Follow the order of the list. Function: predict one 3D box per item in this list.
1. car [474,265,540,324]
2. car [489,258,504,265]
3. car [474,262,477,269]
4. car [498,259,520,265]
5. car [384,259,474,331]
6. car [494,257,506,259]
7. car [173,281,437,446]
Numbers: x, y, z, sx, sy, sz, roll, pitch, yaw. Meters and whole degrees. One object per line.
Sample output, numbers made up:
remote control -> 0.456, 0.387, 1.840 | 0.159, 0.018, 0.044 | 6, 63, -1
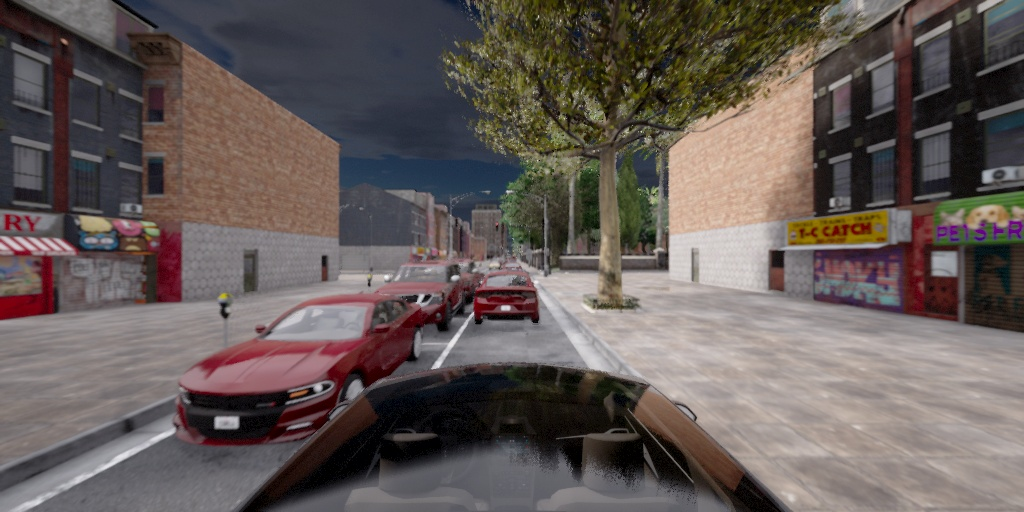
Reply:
car -> -0.111, 1.241, 12.011 | 1.882, 1.535, 5.008 | 0, 0, 1
car -> -2.618, 1.360, 54.781 | 1.751, 1.417, 4.829 | 0, 0, 0
car -> -2.628, 1.084, 16.785 | 2.192, 1.841, 5.009 | 0, 0, 0
car -> 0.019, 1.272, 31.922 | 1.882, 1.535, 5.008 | 0, 0, 0
car -> -2.632, 1.077, 11.174 | 2.192, 1.841, 5.009 | 0, 0, 0
car -> -2.618, 1.159, 60.219 | 2.192, 1.841, 5.009 | 0, 0, 0
car -> -2.636, 1.300, 5.562 | 1.888, 1.381, 4.507 | 0, 0, 0
